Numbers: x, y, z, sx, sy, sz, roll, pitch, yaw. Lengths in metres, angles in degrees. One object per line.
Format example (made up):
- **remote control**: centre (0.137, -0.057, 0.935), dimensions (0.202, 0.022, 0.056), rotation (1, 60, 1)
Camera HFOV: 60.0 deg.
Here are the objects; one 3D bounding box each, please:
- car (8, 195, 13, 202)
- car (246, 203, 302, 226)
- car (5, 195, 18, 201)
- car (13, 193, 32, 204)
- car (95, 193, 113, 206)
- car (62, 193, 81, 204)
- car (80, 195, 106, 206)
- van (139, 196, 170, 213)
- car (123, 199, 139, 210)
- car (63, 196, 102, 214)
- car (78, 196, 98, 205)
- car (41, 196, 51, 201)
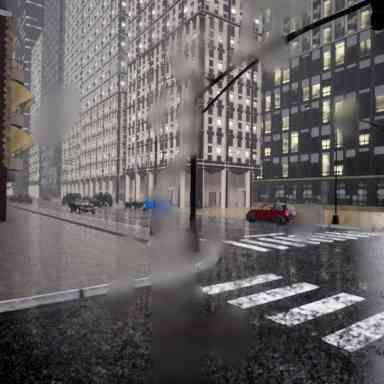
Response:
- **car**: centre (-37.053, 1.395, 69.746), dimensions (1.947, 1.339, 4.313), rotation (1, -1, -35)
- **car**: centre (5.766, 1.502, 23.948), dimensions (1.967, 1.590, 4.097), rotation (1, -1, -35)
- **car**: centre (-40.324, 1.377, 74.351), dimensions (2.008, 1.369, 4.403), rotation (1, -1, -35)
- **car**: centre (-30.506, 1.154, 60.539), dimensions (2.192, 1.841, 5.009), rotation (1, -1, -35)
- **car**: centre (-14.471, 1.253, 53.158), dimensions (2.150, 2.045, 5.566), rotation (1, -1, -35)
- **car**: centre (-20.026, 1.180, 55.614), dimensions (2.150, 2.045, 5.566), rotation (1, -1, -35)
- **car**: centre (-14.563, 1.533, 48.011), dimensions (1.994, 1.385, 4.181), rotation (1, -1, -37)
- **van**: centre (-4.047, 1.379, 37.763), dimensions (1.690, 1.788, 3.998), rotation (1, -1, -35)
- **car**: centre (-7.322, 1.582, 42.366), dimensions (2.008, 1.369, 4.403), rotation (1, -1, -35)
- **car**: centre (-10.881, 1.425, 32.908), dimensions (2.008, 1.369, 4.403), rotation (1, -1, -35)
- **car**: centre (-18.481, 1.523, 58.860), dimensions (1.837, 1.490, 4.892), rotation (1, -1, -35)
- **car**: centre (-36.766, 1.568, 83.808), dimensions (1.802, 1.307, 4.206), rotation (1, -1, -35)
